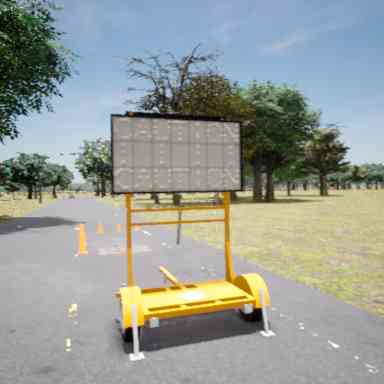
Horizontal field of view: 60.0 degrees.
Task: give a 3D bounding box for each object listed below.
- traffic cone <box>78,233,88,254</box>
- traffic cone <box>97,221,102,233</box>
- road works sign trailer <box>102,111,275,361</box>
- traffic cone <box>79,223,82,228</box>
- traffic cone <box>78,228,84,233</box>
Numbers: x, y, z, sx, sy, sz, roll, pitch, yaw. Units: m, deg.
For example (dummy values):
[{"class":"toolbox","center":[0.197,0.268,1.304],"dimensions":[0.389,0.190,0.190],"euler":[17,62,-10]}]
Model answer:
[{"class":"traffic cone","center":[-3.998,1.925,12.144],"dimensions":[0.340,0.580,0.340],"euler":[-1,0,-19]},{"class":"traffic cone","center":[-5.007,1.900,18.142],"dimensions":[0.340,0.580,0.340],"euler":[-1,0,-19]},{"class":"road works sign trailer","center":[-0.264,0.416,6.052],"dimensions":[2.380,3.560,2.880],"euler":[-1,0,-19]},{"class":"traffic cone","center":[-5.301,1.920,15.926],"dimensions":[0.340,0.580,0.340],"euler":[-1,0,-19]},{"class":"traffic cone","center":[-4.649,1.922,14.035],"dimensions":[0.340,0.580,0.340],"euler":[-1,0,-19]}]
